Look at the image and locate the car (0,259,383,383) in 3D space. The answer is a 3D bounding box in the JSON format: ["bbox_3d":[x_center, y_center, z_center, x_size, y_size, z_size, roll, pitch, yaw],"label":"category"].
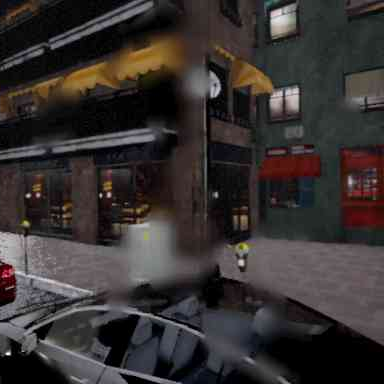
[{"bbox_3d":[-0.340,1.503,3.131,4.313,1.339,1.947,1,1,34],"label":"car"}]
